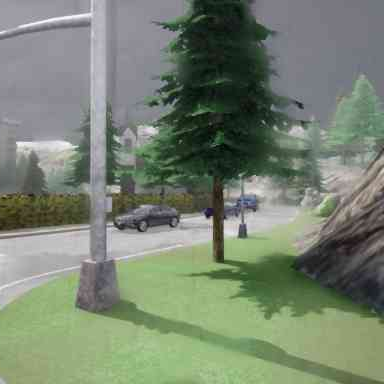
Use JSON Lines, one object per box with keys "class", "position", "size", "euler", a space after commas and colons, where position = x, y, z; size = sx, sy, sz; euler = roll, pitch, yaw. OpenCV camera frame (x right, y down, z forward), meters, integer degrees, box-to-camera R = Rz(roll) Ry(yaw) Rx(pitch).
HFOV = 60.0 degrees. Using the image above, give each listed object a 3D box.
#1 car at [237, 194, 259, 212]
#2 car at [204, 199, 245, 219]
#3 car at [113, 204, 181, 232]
{"class": "car", "position": [6.550, 1.221, 38.782], "size": [2.150, 2.045, 5.566], "euler": [0, 0, 16]}
{"class": "car", "position": [2.750, 1.601, 29.104], "size": [1.895, 1.301, 4.718], "euler": [0, 0, 26]}
{"class": "car", "position": [-2.627, 1.505, 20.316], "size": [1.837, 1.490, 4.892], "euler": [0, 0, 35]}
